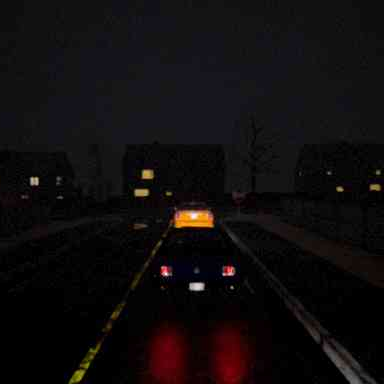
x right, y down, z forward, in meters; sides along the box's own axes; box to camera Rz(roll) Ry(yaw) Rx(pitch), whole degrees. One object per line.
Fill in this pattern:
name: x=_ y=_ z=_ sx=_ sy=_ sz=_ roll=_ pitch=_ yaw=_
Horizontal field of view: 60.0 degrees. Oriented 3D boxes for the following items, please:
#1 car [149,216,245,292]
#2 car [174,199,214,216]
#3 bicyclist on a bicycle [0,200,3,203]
car: x=0.100 y=1.546 z=8.698 sx=1.895 sy=1.301 sz=4.718 roll=0 pitch=0 yaw=0
car: x=0.043 y=1.243 z=18.717 sx=2.097 sy=1.767 sz=4.553 roll=0 pitch=0 yaw=-2
bicyclist on a bicycle: x=-20.160 y=1.471 z=34.805 sx=0.582 sy=1.620 sz=1.656 roll=-1 pitch=1 yaw=0
